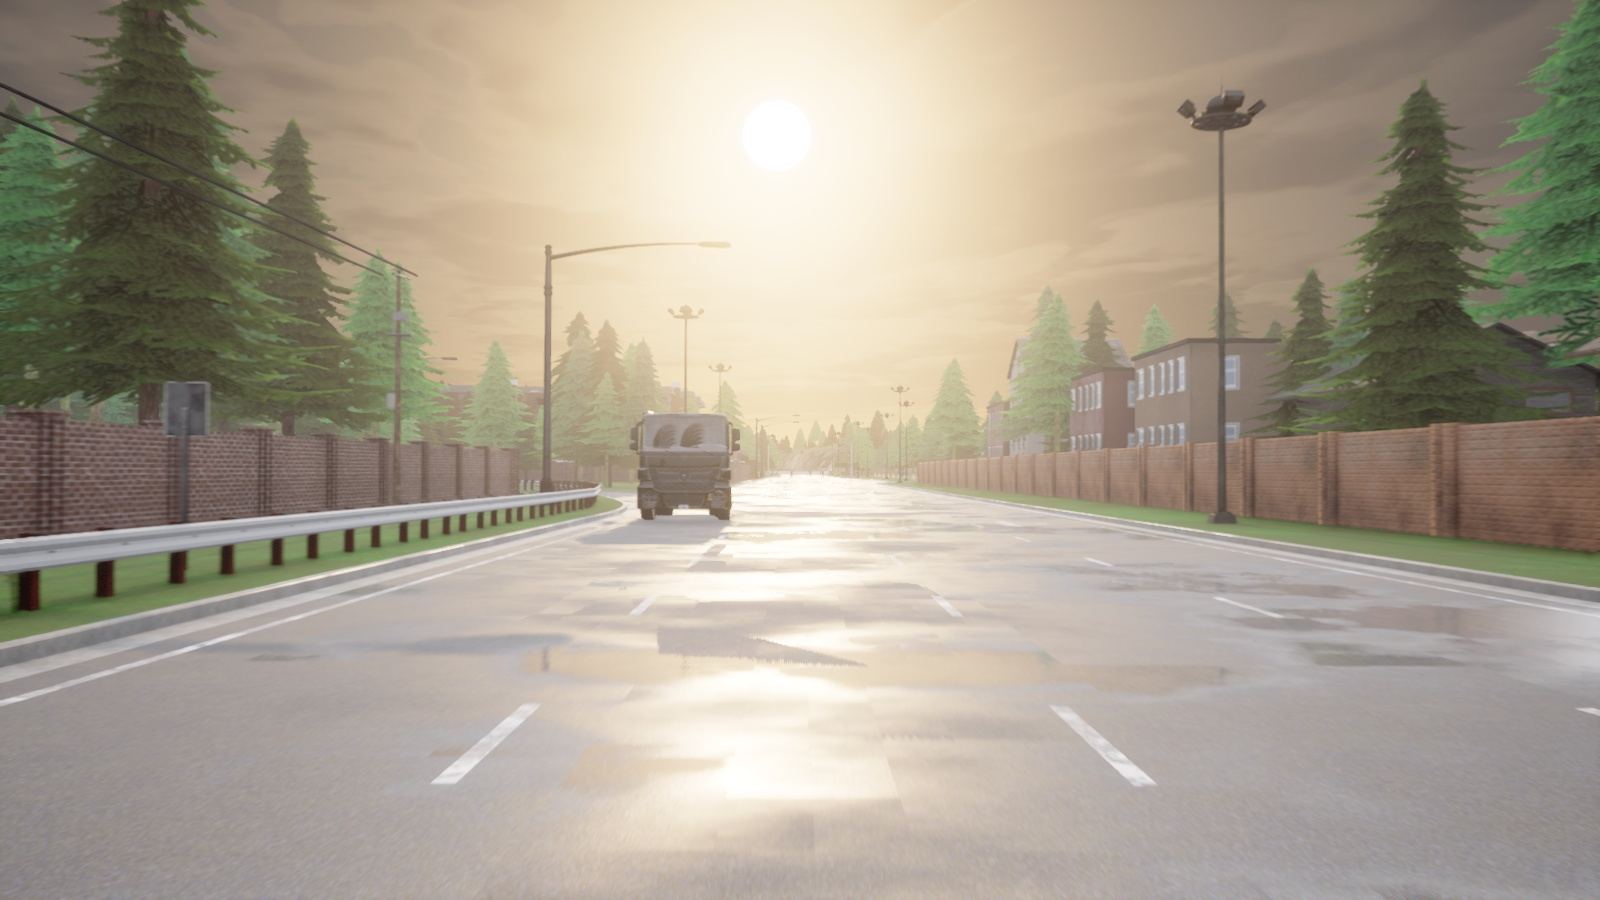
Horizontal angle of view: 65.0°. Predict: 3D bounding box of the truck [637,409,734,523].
[{"bbox_3d":[-3.688,0.548,42.014,2.891,3.462,7.936,0,-1,-3],"label":"truck"}]
